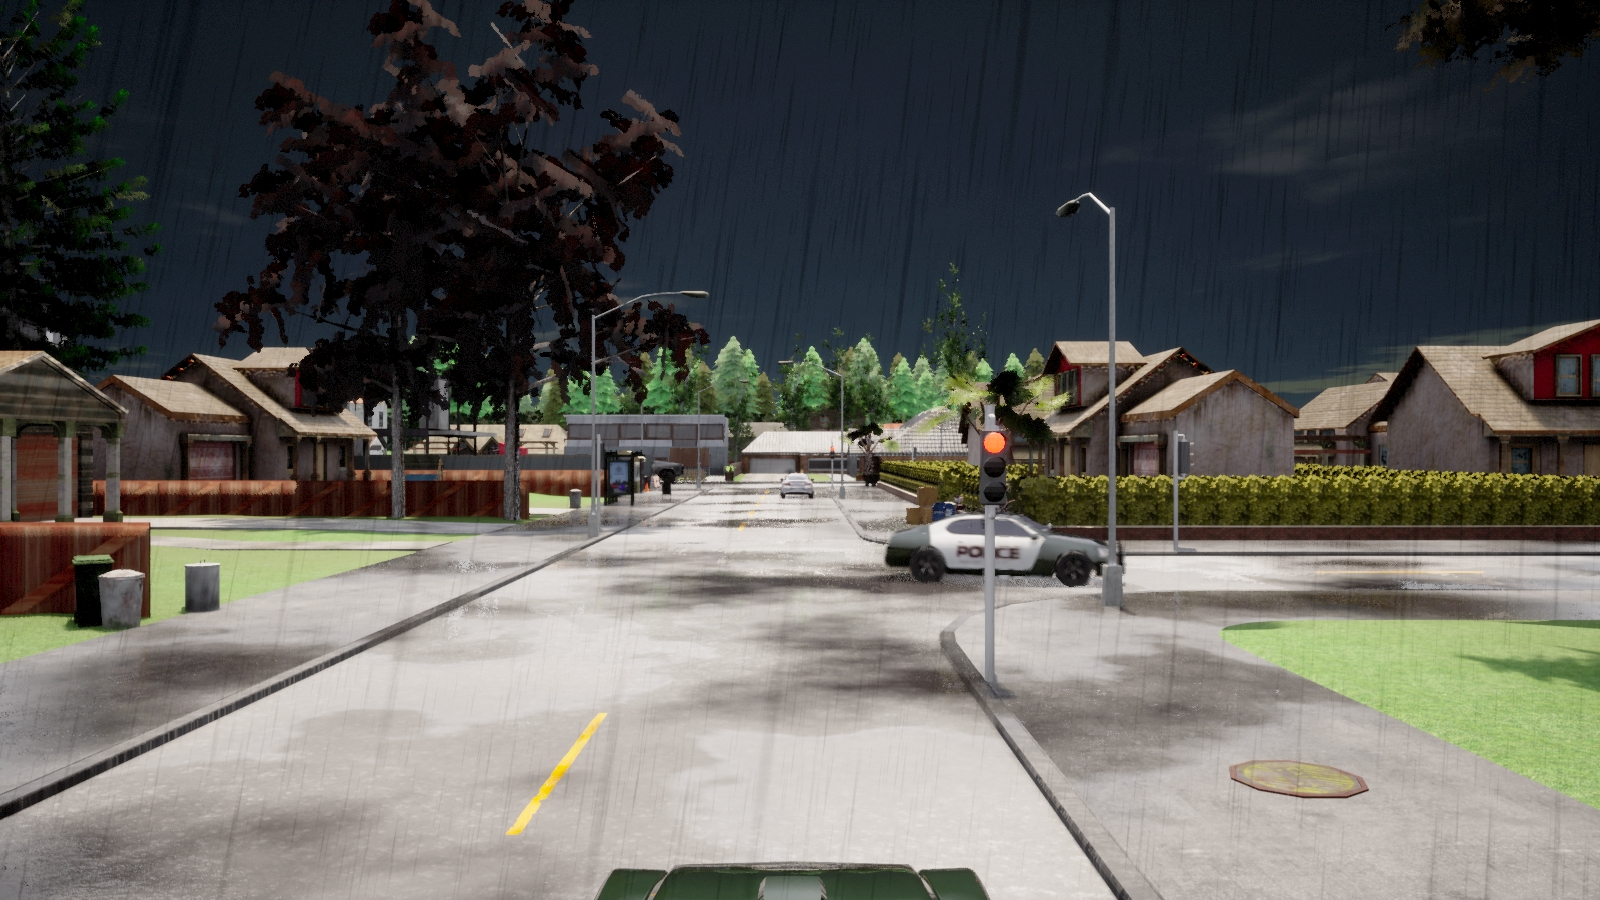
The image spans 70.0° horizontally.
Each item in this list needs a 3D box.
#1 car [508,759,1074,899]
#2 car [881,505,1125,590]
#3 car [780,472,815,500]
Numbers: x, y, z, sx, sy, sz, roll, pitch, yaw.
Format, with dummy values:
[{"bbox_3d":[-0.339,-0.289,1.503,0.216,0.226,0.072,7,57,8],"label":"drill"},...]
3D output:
[{"bbox_3d":[-0.028,2.155,3.193,1.895,1.301,4.718,0,0,0],"label":"car"},{"bbox_3d":[4.378,2.038,24.547,4.974,1.542,2.038,0,0,15],"label":"car"},{"bbox_3d":[-0.164,2.081,66.907,2.002,1.442,4.674,0,0,0],"label":"car"}]
